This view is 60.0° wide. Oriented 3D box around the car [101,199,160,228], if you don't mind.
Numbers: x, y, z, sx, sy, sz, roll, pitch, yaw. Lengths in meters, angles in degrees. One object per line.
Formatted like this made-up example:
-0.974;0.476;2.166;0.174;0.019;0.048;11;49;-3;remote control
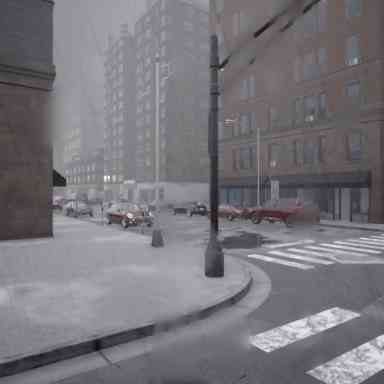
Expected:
-4.103;1.430;21.763;1.967;1.590;4.097;0;0;-35;car

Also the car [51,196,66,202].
-28.947;1.477;71.857;2.008;1.369;4.403;0;0;-35;car

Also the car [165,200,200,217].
-0.327;1.549;31.209;1.947;1.339;4.313;0;0;-35;car

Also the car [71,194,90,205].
-20.017;1.297;59.616;2.097;1.767;4.553;0;0;-35;car

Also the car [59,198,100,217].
-10.465;1.529;30.799;2.008;1.369;4.403;0;0;-35;car

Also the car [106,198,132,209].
-9.867;1.532;44.759;1.947;1.339;4.313;0;0;-35;car

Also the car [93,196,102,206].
-15.977;1.457;53.936;1.837;1.490;4.892;0;0;-35;car

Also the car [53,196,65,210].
-16.827;1.511;39.835;1.887;1.381;4.507;0;0;-35;car

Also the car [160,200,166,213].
-3.507;1.529;35.726;2.008;1.369;4.403;0;0;-35;car

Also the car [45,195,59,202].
-32.127;1.470;76.374;2.008;1.369;4.403;0;0;-35;car

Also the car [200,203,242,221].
2.853;1.571;26.693;1.802;1.307;4.206;0;0;-35;car

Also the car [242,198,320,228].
6.033;1.309;22.176;2.192;1.841;5.009;0;0;-35;car

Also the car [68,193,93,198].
-17.494;1.177;50.802;2.150;2.045;5.566;0;0;-35;car
